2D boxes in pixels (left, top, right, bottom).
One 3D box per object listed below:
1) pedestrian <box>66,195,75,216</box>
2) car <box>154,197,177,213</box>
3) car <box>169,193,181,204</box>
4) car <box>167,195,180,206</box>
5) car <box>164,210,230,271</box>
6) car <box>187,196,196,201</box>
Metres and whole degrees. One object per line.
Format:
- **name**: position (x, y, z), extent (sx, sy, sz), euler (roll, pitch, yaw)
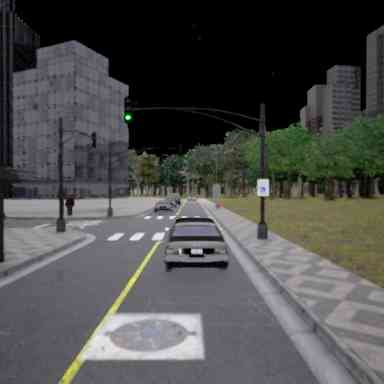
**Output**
- **pedestrian**: position (-10.089, 1.067, 27.564), extent (0.375, 1.860, 0.375), euler (0, 0, 1)
- **car**: position (-3.105, 1.537, 37.159), extent (1.994, 1.385, 4.181), euler (0, 0, 0)
- **car**: position (-3.051, 1.168, 57.781), extent (2.150, 2.045, 5.566), euler (0, 0, 0)
- **car**: position (-3.092, 1.526, 47.075), extent (1.994, 1.385, 4.181), euler (0, 0, 0)
- **car**: position (0.071, 1.544, 10.897), extent (2.033, 1.411, 5.357), euler (0, 0, -1)
- **car**: position (-0.110, 1.509, 76.689), extent (1.895, 1.301, 4.718), euler (0, 0, 0)
